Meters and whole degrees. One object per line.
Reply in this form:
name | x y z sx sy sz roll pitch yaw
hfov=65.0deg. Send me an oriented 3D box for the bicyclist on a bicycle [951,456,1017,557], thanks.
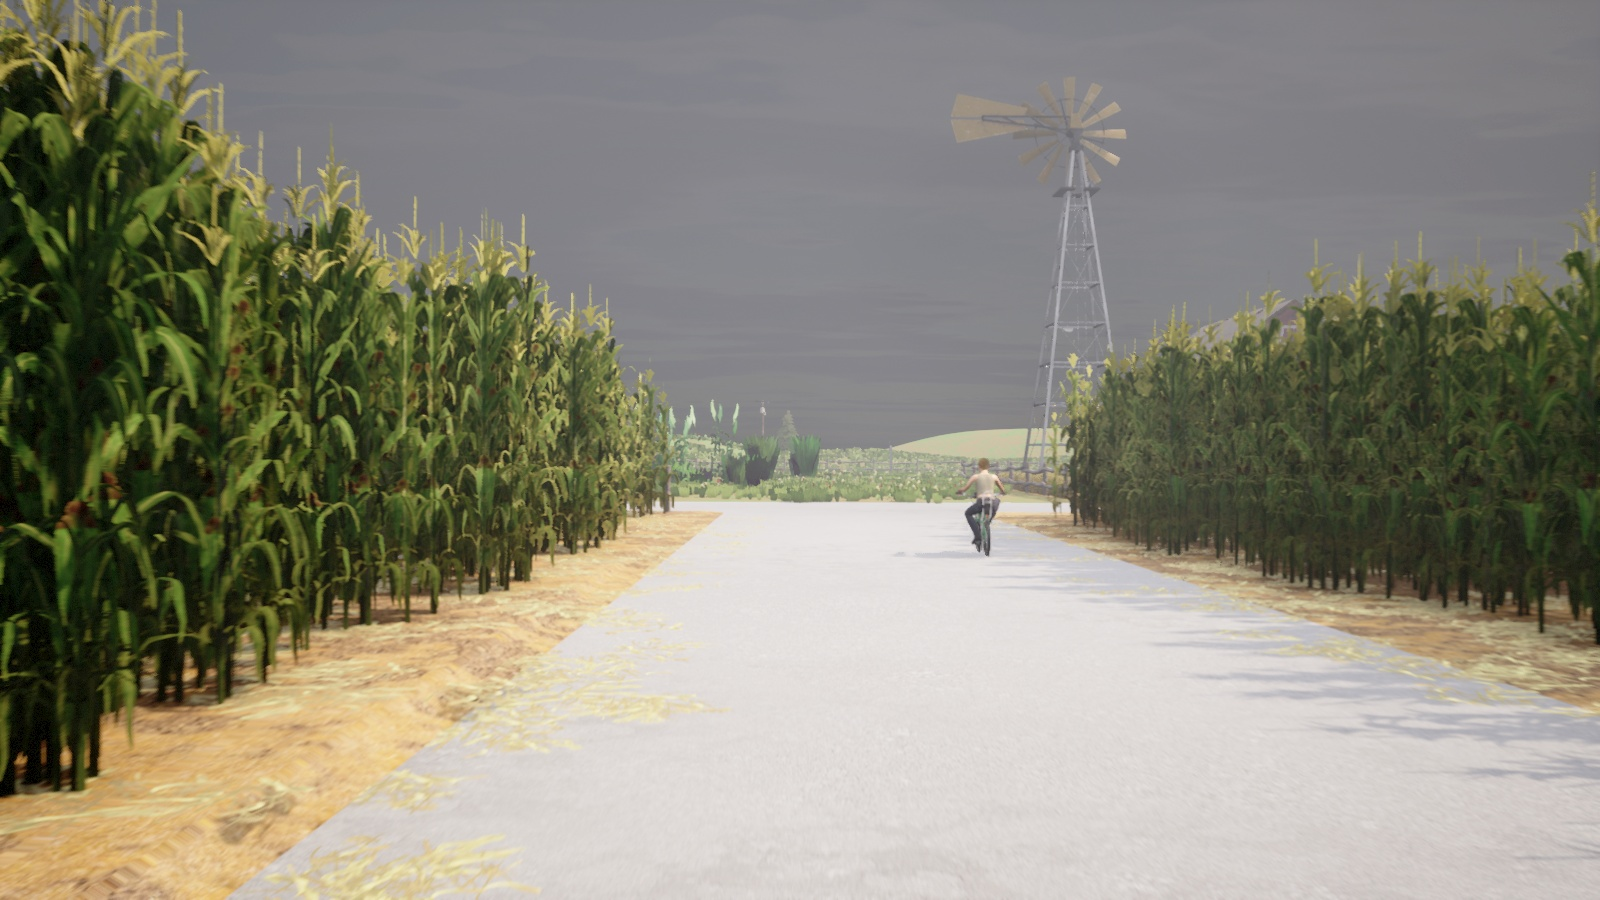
bicyclist on a bicycle | 3.053 0.913 21.008 0.866 1.612 1.509 0 0 0
